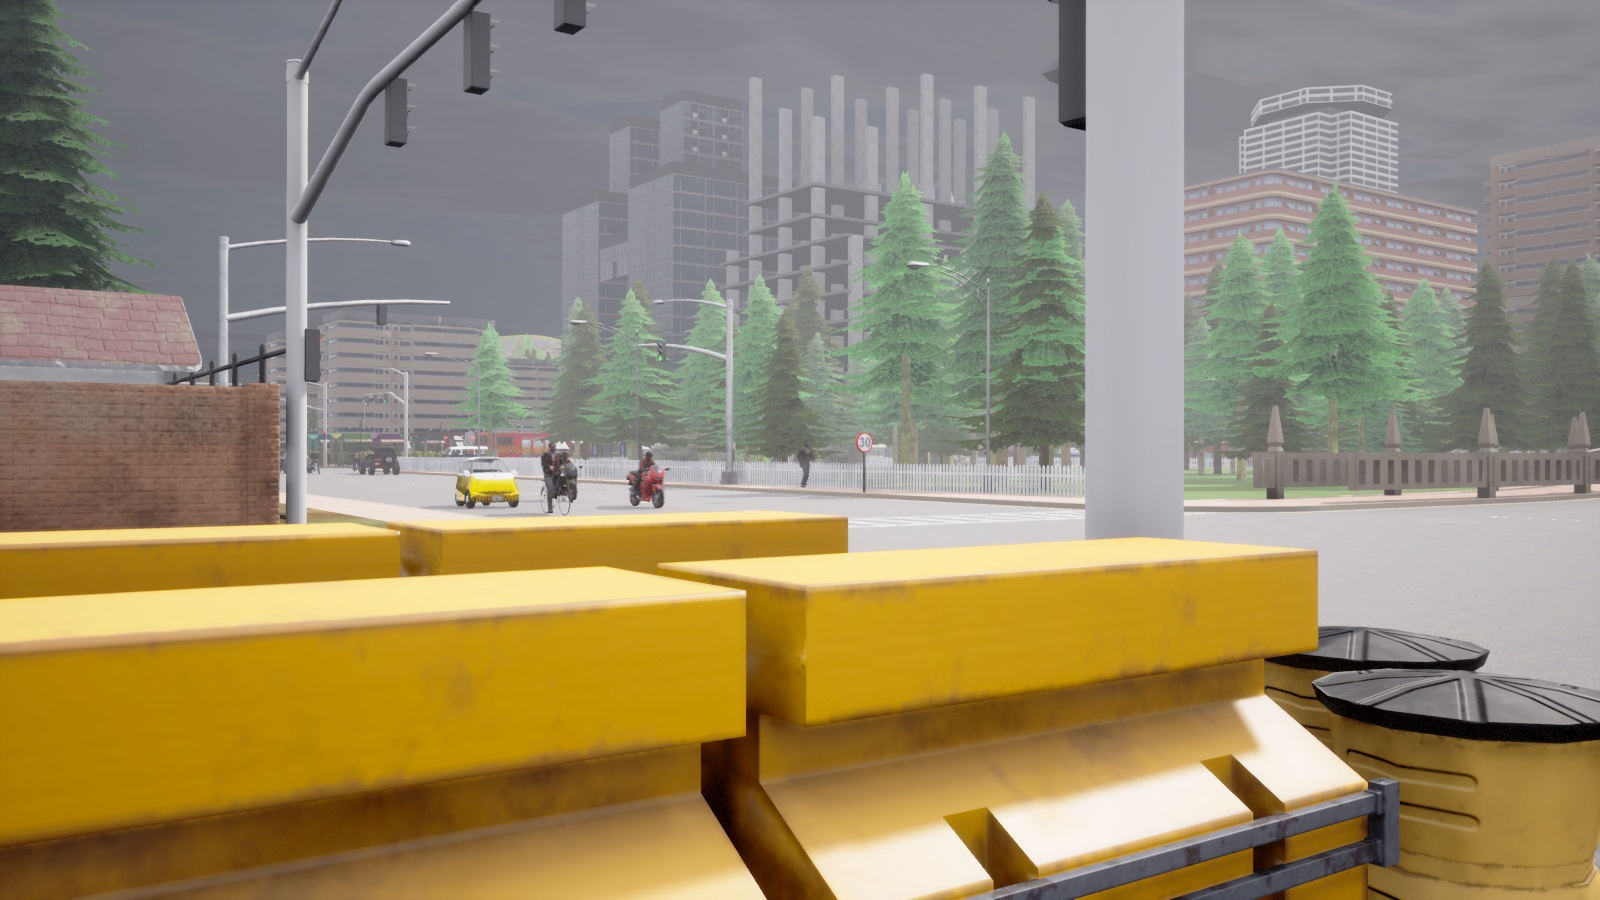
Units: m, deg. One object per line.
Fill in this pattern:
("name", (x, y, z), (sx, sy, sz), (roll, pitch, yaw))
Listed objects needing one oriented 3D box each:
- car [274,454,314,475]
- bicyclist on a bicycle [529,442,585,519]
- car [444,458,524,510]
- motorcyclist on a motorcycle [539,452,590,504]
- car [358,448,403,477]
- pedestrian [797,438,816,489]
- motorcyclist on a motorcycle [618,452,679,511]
("car", (-35.762, 1.003, 88.727), (1.970, 1.475, 3.806), (0, 0, -33))
("bicyclist on a bicycle", (-5.807, 0.701, 29.915), (0.659, 1.776, 1.843), (0, 0, -33))
("car", (-8.624, 0.902, 34.242), (1.481, 1.376, 2.207), (0, 0, -33))
("motorcyclist on a motorcycle", (-7.232, 0.836, 38.517), (0.797, 1.523, 2.044), (0, 0, -33))
("car", (-27.683, 0.802, 82.736), (1.905, 1.878, 3.866), (0, 0, -33))
("pedestrian", (0.243, 0.519, 47.687), (0.402, 1.930, 0.666), (0, 0, -39))
("motorcyclist on a motorcycle", (-4.075, 0.817, 33.671), (0.797, 1.523, 2.044), (0, 0, -33))
